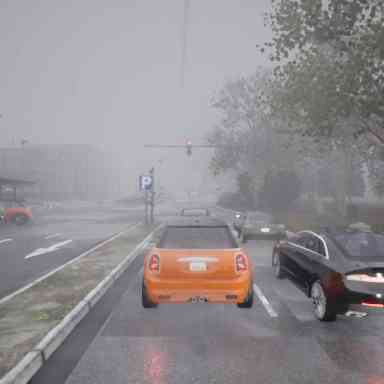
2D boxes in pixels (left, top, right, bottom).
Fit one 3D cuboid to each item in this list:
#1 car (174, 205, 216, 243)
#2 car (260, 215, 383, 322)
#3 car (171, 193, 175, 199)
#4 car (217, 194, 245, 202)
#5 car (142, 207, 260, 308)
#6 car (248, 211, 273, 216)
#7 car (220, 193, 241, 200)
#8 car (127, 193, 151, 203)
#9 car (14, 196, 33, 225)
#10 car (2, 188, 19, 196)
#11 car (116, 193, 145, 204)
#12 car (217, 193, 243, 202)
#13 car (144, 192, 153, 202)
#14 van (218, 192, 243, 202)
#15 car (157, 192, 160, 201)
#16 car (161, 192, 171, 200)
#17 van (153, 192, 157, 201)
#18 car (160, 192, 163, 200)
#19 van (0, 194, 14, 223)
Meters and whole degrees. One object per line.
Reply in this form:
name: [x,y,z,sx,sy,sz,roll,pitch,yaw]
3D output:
car: [0.154,1.530,17.179,1.837,1.490,4.892,0,0,1]
car: [3.102,1.501,7.217,2.128,1.511,4.902,0,0,0]
car: [-8.086,1.061,87.941,5.566,2.045,2.435,-1,0,-12]
car: [8.136,1.261,69.574,5.366,1.575,1.946,1,0,-13]
car: [0.104,1.363,8.094,2.097,1.767,4.553,0,0,0]
car: [3.145,1.587,16.129,1.994,1.385,4.181,0,0,1]
car: [9.380,1.126,81.281,4.553,1.767,2.185,1,0,-12]
car: [-10.770,1.193,66.942,4.553,1.767,2.185,-1,0,-14]
car: [-13.650,1.402,23.189,4.553,1.767,2.185,-1,0,-19]
car: [-28.215,0.134,51.850,2.002,1.452,4.674,6,-3,-19]
car: [-11.503,1.355,60.998,4.792,1.488,2.163,-1,0,-15]
car: [7.603,1.138,66.580,4.553,1.767,2.185,1,0,-14]
car: [-10.861,1.312,63.990,5.366,1.575,1.946,-1,0,-15]
van: [7.222,1.040,63.610,4.442,1.987,1.878,1,0,-14]
car: [-10.082,1.318,72.954,4.892,1.521,2.231,-1,0,-14]
car: [-8.534,1.354,84.935,4.674,1.452,2.002,-1,0,-12]
van: [-10.308,1.090,69.983,4.442,1.987,1.878,-1,0,-14]
car: [-9.712,1.356,75.950,4.674,1.452,2.002,-1,0,-13]
van: [-13.622,1.295,20.212,4.442,1.987,1.878,-1,0,-20]
